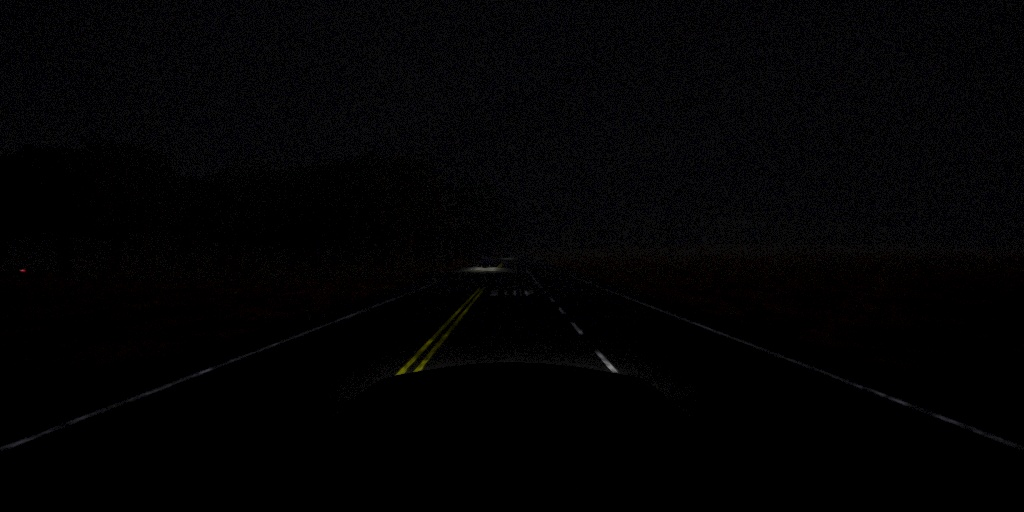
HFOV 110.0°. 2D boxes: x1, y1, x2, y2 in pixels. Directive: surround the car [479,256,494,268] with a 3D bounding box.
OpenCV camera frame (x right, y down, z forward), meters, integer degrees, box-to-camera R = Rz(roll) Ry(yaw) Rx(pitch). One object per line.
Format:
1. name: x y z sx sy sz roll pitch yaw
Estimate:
1. car: -3.503 0.764 49.887 1.882 1.535 5.008 0 1 0
